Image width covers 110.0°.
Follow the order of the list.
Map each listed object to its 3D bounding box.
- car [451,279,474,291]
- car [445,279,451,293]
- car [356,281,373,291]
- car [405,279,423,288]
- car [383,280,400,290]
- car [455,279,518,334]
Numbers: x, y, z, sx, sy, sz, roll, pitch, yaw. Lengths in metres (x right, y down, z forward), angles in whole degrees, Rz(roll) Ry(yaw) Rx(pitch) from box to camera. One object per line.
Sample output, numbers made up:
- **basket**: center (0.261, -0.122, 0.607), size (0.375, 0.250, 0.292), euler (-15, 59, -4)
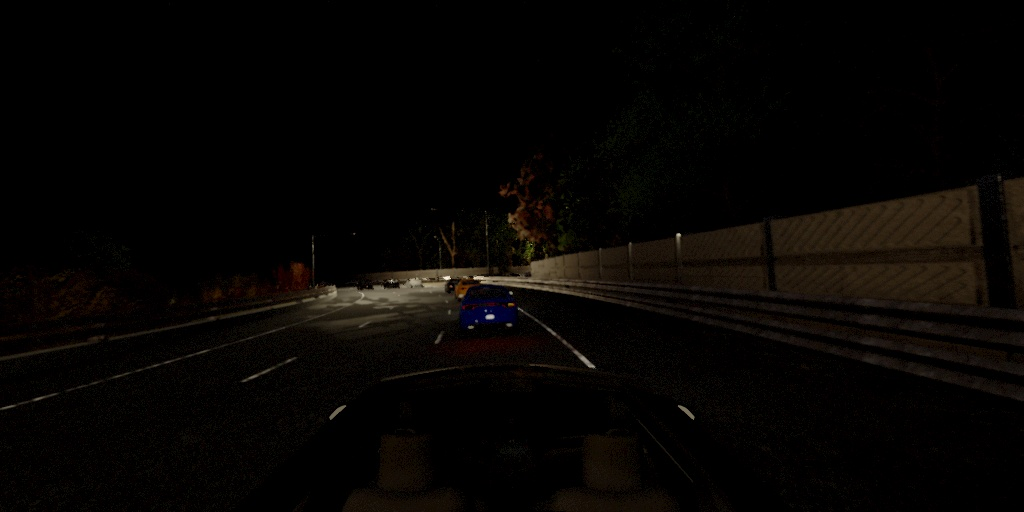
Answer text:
- **car**: center (-3.160, 2.439, 26.242), size (1.882, 1.535, 5.008), euler (-2, -2, -12)
- **car**: center (-6.010, 3.119, 37.703), size (2.033, 1.411, 5.357), euler (-2, -2, -15)
- **car**: center (-23.532, 4.697, 57.161), size (1.882, 1.535, 5.008), euler (-1, -3, -32)
- **car**: center (-15.908, 4.415, 58.099), size (1.812, 1.442, 4.674), euler (-1, -3, -30)
- **car**: center (-19.098, 4.474, 56.621), size (2.128, 1.511, 4.902), euler (-1, -3, -30)
- **car**: center (-0.924, 1.797, 13.249), size (1.882, 1.535, 5.008), euler (-2, -2, -6)
